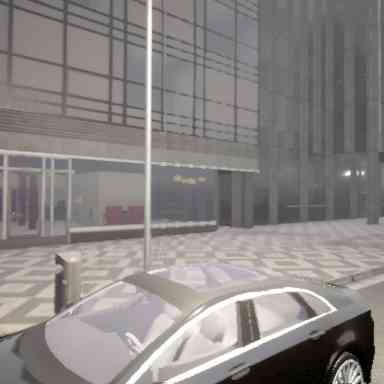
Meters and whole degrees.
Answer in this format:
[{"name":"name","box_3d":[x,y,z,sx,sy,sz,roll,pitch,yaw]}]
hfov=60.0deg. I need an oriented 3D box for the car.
[{"name":"car","box_3d":[-0.143,1.542,3.123,4.902,1.511,2.128,1,-1,-37]}]
